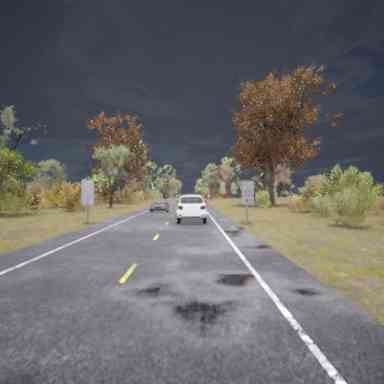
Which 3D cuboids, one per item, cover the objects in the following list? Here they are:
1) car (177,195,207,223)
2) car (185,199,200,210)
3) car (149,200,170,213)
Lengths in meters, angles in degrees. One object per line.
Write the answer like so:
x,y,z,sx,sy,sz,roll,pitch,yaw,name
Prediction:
-0.005,1.222,25.636,2.150,2.045,5.566,0,0,0,car
0.019,1.627,44.431,1.895,1.301,4.718,0,0,0,car
-3.568,1.578,37.174,1.994,1.385,4.181,0,0,0,car
